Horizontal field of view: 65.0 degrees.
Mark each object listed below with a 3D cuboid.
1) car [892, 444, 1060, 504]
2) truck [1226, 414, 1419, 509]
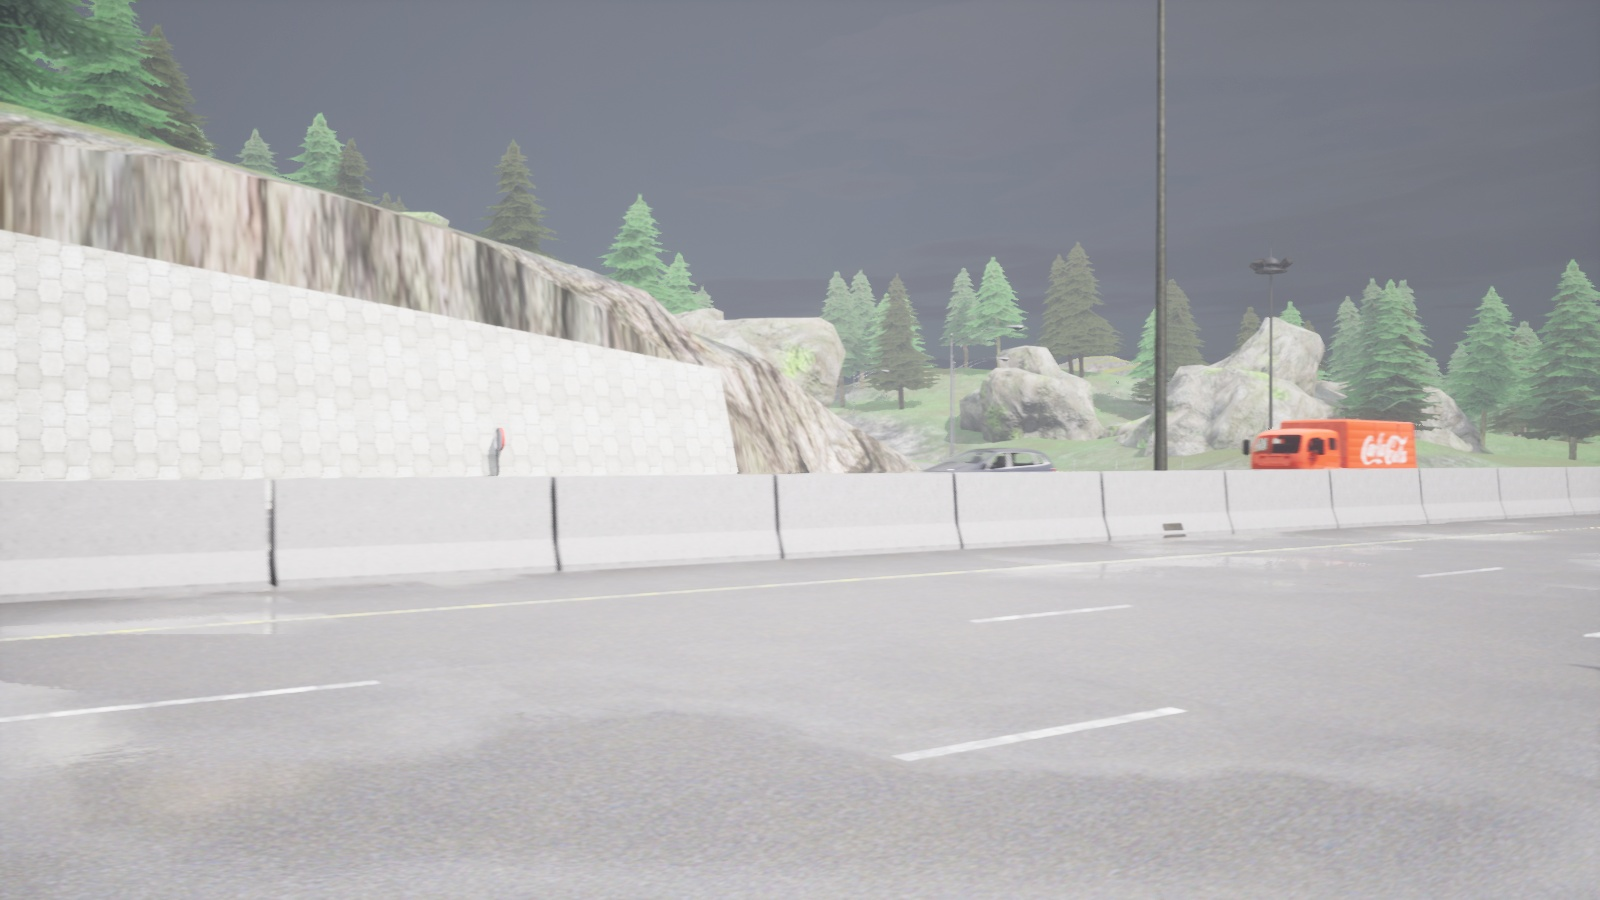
[{"bbox_3d":[5.232,0.672,37.151,4.611,1.667,2.242,0,0,-35],"label":"car"},{"bbox_3d":[14.681,0.321,35.201,5.204,2.467,2.627,0,0,-35],"label":"truck"}]
